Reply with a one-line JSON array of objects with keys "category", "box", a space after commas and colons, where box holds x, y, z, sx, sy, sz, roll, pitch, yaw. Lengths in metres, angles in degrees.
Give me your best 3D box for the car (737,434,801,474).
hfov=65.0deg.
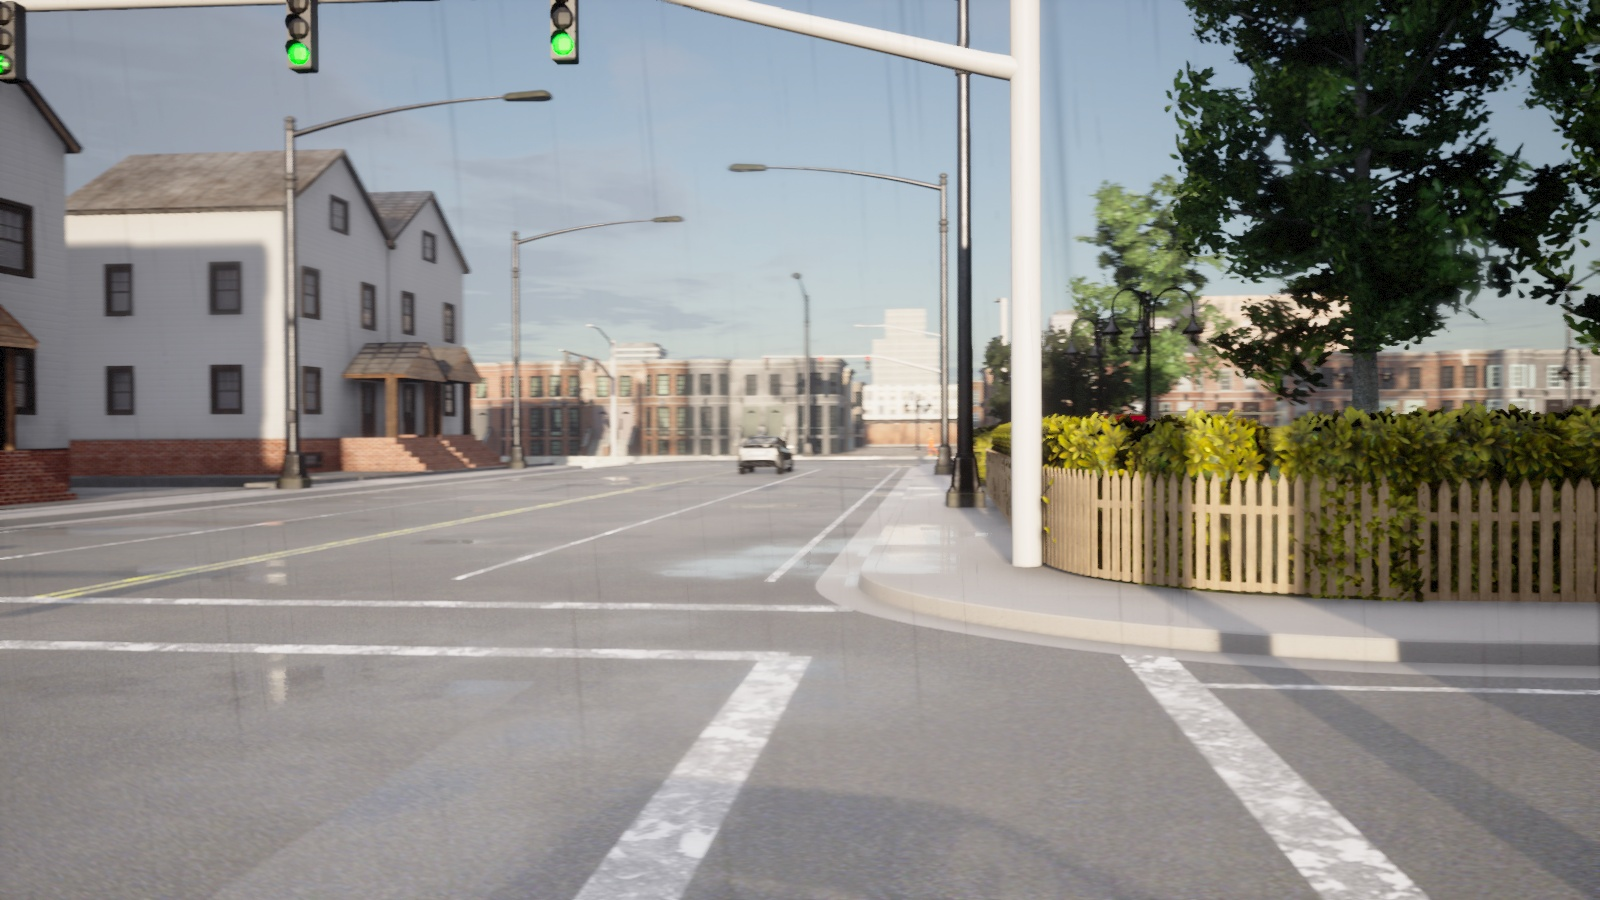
[{"category": "car", "box": [-1.195, 0.126, 51.325, 2.007, 1.525, 4.514, 0, 1, 7]}]
